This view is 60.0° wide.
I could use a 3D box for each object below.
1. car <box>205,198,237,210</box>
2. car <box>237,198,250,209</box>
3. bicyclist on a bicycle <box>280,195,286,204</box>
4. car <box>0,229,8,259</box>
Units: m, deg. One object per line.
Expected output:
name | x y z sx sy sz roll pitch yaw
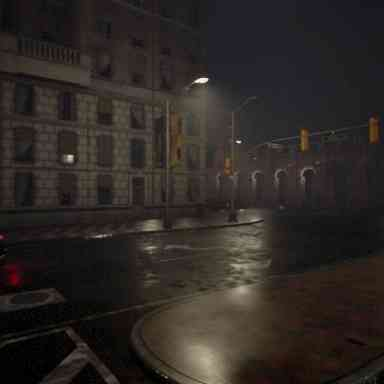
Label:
car | 2.996 1.492 43.051 2.128 1.511 4.902 0 0 -36
car | 5.740 1.526 45.232 1.812 1.442 4.674 0 0 -36
bicyclist on a bicycle | 15.477 1.300 56.462 1.656 1.620 0.582 0 0 -36
car | -7.495 1.491 8.470 4.902 1.511 2.128 0 0 -36
